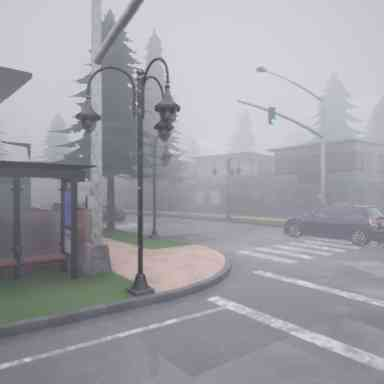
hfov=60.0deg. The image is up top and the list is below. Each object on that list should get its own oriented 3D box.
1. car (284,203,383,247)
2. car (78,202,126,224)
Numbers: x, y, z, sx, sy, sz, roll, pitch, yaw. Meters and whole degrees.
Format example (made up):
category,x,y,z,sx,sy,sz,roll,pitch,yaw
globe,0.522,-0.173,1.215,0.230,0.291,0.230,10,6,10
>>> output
category,x,y,z,sx,sy,sz,roll,pitch,yaw
car,6.555,1.331,15.385,2.097,1.767,4.553,0,0,-39
car,-6.860,1.485,24.587,4.892,1.490,1.837,0,0,41
